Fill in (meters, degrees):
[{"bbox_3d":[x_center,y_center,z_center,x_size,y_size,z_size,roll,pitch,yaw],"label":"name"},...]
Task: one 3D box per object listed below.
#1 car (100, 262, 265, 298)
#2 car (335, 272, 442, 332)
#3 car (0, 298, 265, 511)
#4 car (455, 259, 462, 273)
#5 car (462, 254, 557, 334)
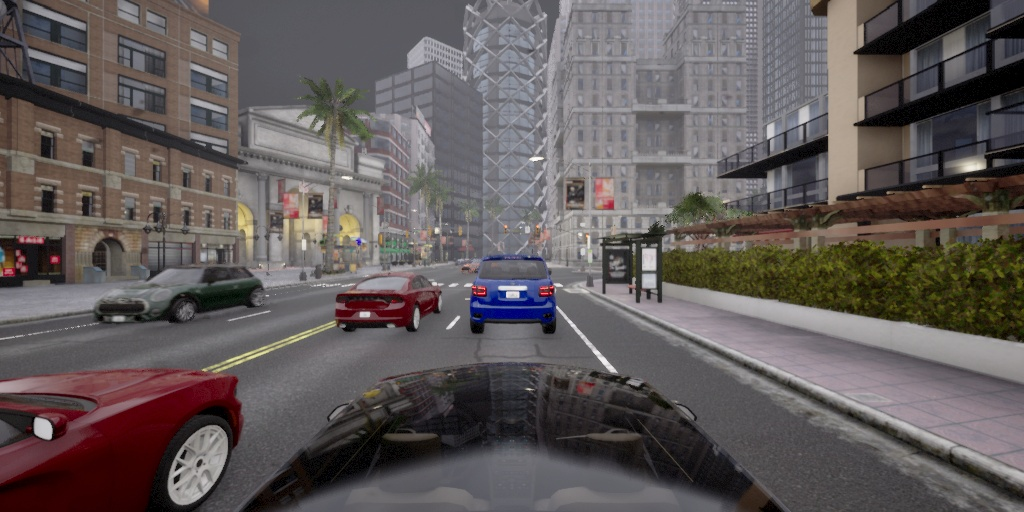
[{"bbox_3d":[-10.586,1.099,11.902,2.097,1.767,4.553,0,0,0],"label":"car"},{"bbox_3d":[-3.441,1.226,10.914,1.882,1.535,5.008,0,0,0],"label":"car"},{"bbox_3d":[-3.390,1.228,1.236,1.882,1.535,5.008,0,0,0],"label":"car"},{"bbox_3d":[-3.615,1.093,39.798,2.097,1.767,4.553,0,0,37],"label":"car"},{"bbox_3d":[0.054,0.969,10.804,2.150,2.045,5.566,0,0,1],"label":"car"}]
